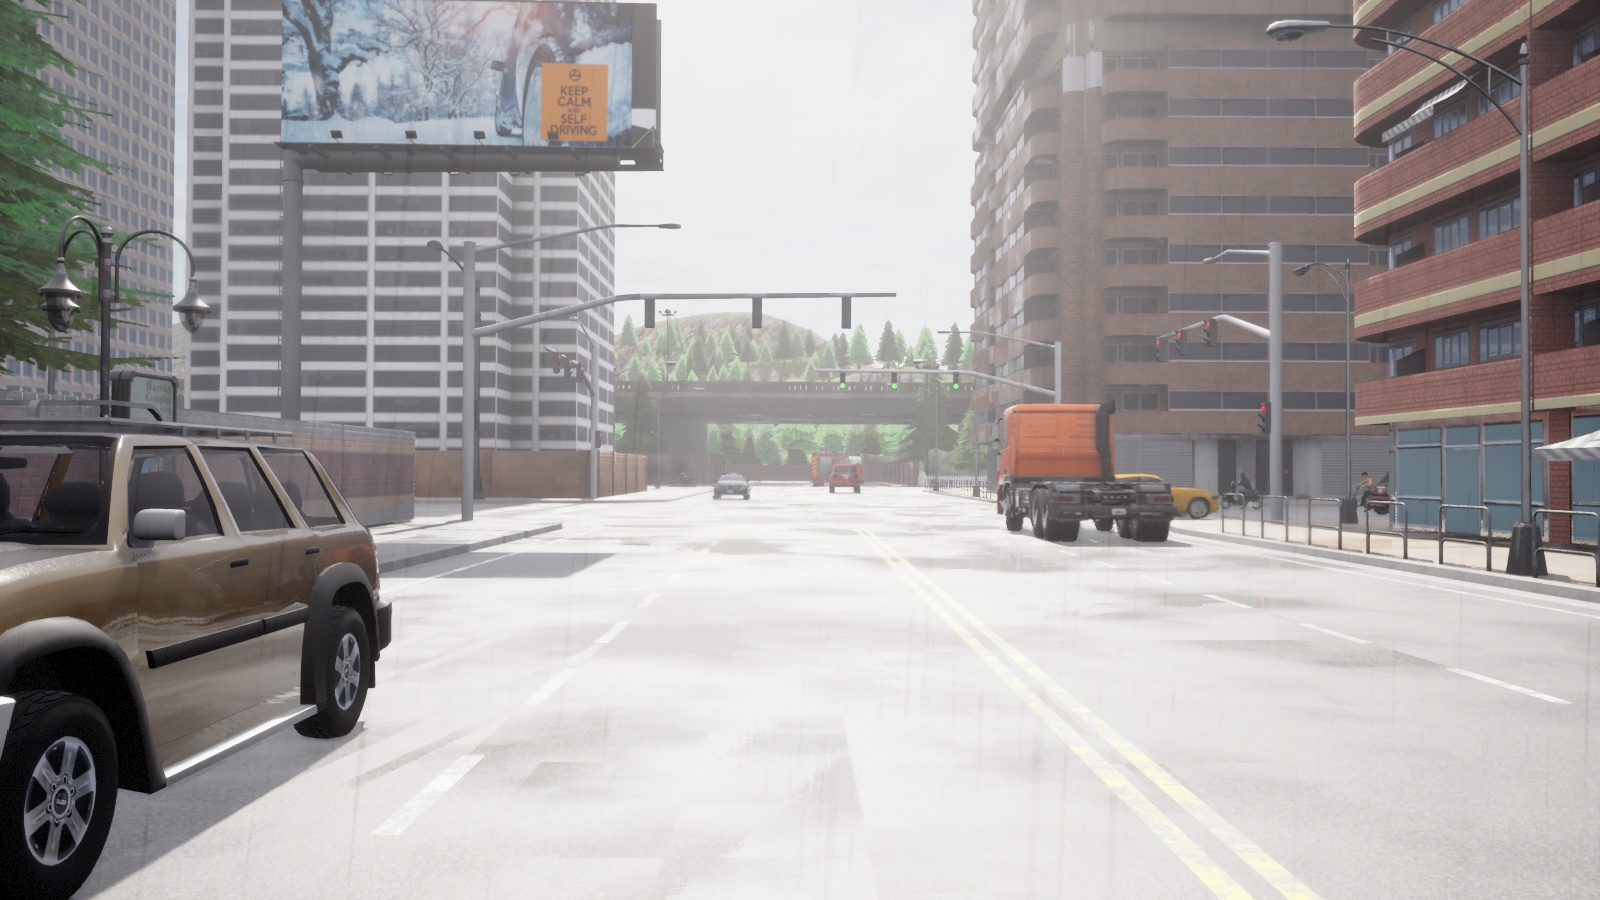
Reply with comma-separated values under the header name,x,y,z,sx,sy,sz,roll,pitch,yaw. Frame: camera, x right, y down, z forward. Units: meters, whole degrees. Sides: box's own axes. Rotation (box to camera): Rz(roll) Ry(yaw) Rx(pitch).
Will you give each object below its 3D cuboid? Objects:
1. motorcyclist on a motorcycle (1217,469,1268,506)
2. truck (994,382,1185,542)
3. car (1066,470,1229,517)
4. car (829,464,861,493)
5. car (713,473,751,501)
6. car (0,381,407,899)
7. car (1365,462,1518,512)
name,x,y,z,sx,sy,sz,roll,pitch,yaw
motorcyclist on a motorcycle,18.769,1.585,53.265,1.817,1.590,0.866,0,-1,0
truck,6.906,0.328,31.276,2.891,3.462,7.936,0,-1,0
car,11.786,1.462,42.784,5.008,1.535,1.882,0,-1,0
car,3.239,2.051,91.387,2.150,2.045,5.566,0,-1,0
car,-3.696,2.011,68.991,1.812,1.442,4.674,0,-1,0
car,-3.520,0.744,5.891,1.932,1.855,4.605,0,-1,0
car,23.576,1.353,46.256,4.553,1.767,2.097,0,-1,0
